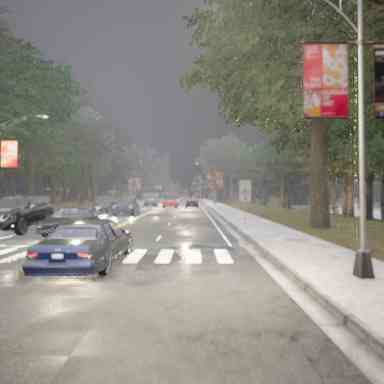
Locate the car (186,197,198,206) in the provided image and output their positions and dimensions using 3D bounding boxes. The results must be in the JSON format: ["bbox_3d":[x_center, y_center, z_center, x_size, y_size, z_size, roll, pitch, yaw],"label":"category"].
[{"bbox_3d":[0.002,1.714,59.910,2.033,1.411,5.357,0,0,0],"label":"car"}]

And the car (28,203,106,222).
[{"bbox_3d":[-6.598,1.573,18.346,2.033,1.411,5.357,0,0,0],"label":"car"}]

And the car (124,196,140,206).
[{"bbox_3d":[-9.748,1.468,54.078,1.812,1.442,4.674,0,0,0],"label":"car"}]

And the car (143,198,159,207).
[{"bbox_3d":[-6.507,1.660,53.153,1.812,1.442,4.674,0,0,0],"label":"car"}]

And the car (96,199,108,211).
[{"bbox_3d":[-9.830,1.566,37.242,2.128,1.511,4.902,0,0,0],"label":"car"}]

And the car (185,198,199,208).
[{"bbox_3d":[0.001,1.596,49.487,1.882,1.535,5.008,0,0,0],"label":"car"}]

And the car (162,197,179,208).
[{"bbox_3d":[-3.249,1.472,49.874,2.097,1.767,4.553,0,0,0],"label":"car"}]

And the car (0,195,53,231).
[{"bbox_3d":[-9.843,1.246,19.106,2.150,2.045,5.566,0,0,0],"label":"car"}]

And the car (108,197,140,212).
[{"bbox_3d":[-6.589,1.415,33.447,2.097,1.767,4.553,0,0,0],"label":"car"}]

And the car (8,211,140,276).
[{"bbox_3d":[-3.149,1.559,10.297,2.033,1.411,5.357,0,0,0],"label":"car"}]

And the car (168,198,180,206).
[{"bbox_3d":[-3.248,1.768,59.939,1.895,1.301,4.718,0,0,0],"label":"car"}]
